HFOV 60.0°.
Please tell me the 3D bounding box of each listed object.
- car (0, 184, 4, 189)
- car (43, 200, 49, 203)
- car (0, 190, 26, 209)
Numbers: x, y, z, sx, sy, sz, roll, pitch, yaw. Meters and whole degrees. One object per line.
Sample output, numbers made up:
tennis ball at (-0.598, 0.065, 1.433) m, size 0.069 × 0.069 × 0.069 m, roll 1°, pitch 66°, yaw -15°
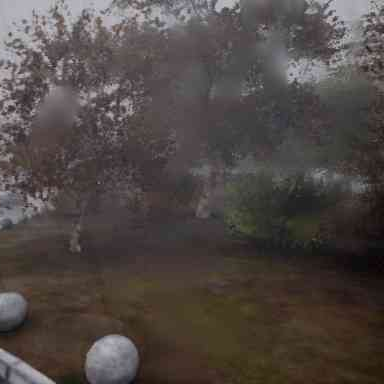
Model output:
car at (-29.318, -0.202, 47.784) m, size 1.946 × 1.575 × 5.366 m, roll 1°, pitch 3°, yaw 0°
car at (-14.225, 0.430, 35.759) m, size 2.097 × 1.767 × 4.553 m, roll 0°, pitch 3°, yaw -1°
car at (-17.356, 0.760, 31.380) m, size 1.837 × 1.490 × 4.892 m, roll 0°, pitch 3°, yaw -3°
